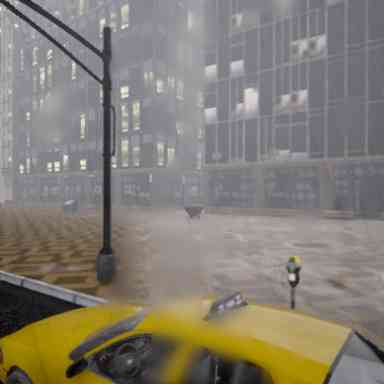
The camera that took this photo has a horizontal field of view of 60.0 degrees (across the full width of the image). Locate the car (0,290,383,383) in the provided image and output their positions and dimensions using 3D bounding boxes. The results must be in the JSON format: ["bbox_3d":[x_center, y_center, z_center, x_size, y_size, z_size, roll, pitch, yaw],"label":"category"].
[{"bbox_3d":[0.063,1.526,2.825,4.829,1.417,1.752,0,0,36],"label":"car"}]
